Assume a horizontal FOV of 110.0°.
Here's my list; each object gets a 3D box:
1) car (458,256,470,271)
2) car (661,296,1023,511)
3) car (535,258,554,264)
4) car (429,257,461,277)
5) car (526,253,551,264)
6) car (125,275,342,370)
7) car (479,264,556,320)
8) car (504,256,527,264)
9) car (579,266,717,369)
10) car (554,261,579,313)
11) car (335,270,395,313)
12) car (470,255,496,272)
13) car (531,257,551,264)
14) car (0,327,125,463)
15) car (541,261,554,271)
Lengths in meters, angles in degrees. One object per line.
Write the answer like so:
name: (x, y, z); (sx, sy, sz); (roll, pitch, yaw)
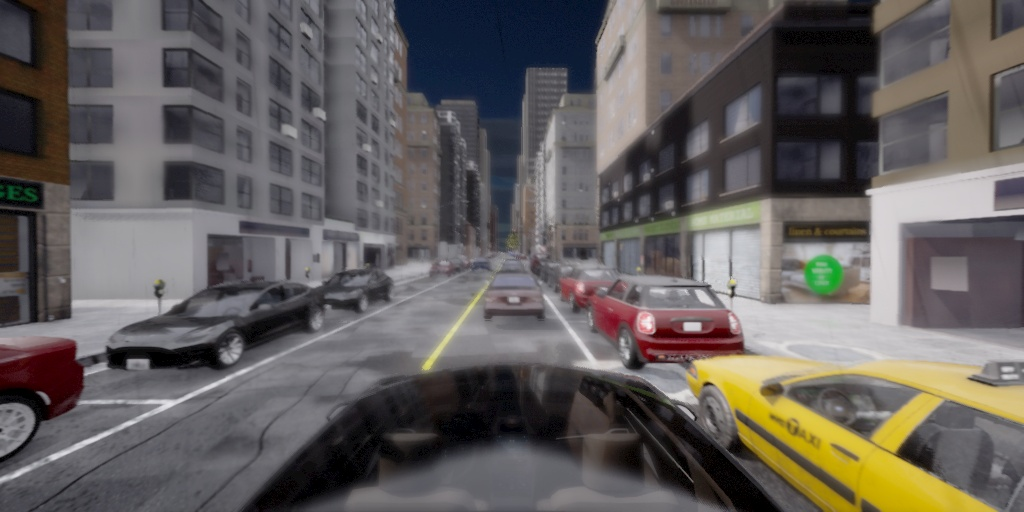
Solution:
car: (-5.661, 0.913, 35.244); (1.948, 1.339, 4.313); (0, 0, 0)
car: (2.857, 1.271, 2.279); (1.751, 1.417, 4.829); (0, 0, 0)
car: (2.863, 1.030, 24.202); (2.007, 1.370, 4.403); (0, 0, 0)
car: (-5.662, 0.995, 29.719); (1.802, 1.307, 4.207); (0, 0, 0)
car: (2.865, 0.662, 35.249); (2.192, 1.841, 5.009); (0, 0, 0)
car: (-5.667, 1.245, 7.620); (1.948, 1.339, 4.313); (0, 0, 0)
car: (0.080, 1.174, 11.936); (2.033, 1.411, 5.357); (0, 1, 0)
car: (0.091, 0.973, 28.667); (2.033, 1.411, 5.357); (0, 1, 0)
car: (2.859, 1.119, 7.632); (1.967, 1.591, 4.097); (0, 0, 0)
car: (2.860, 1.052, 13.155); (1.967, 1.591, 4.097); (0, 0, 0)
car: (-5.666, 1.178, 13.145); (1.948, 1.339, 4.313); (0, 0, 0)
car: (-3.076, 0.870, 37.250); (2.033, 1.411, 5.357); (0, 1, 0)
car: (2.864, 0.979, 29.725); (1.948, 1.339, 4.313); (0, 0, 0)
car: (-5.668, 1.290, 2.096); (1.888, 1.381, 4.507); (0, 0, 0)
car: (2.861, 1.096, 18.679); (2.007, 1.370, 4.403); (0, 0, 0)
